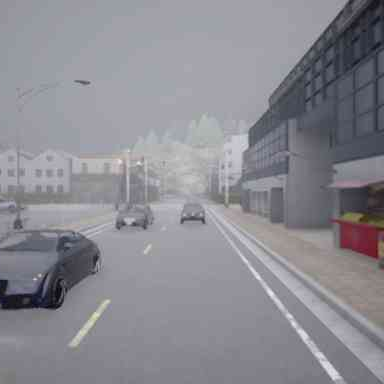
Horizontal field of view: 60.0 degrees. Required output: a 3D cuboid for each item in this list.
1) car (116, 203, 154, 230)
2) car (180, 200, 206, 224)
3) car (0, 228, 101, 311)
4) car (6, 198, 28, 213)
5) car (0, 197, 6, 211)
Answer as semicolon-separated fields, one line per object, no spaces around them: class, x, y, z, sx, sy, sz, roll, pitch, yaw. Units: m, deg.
car;-3.543;1.503;21.329;2.128;1.511;4.902;0;0;0
car;0.074;1.560;24.842;2.033;1.411;5.357;0;0;0
car;-3.561;1.569;7.723;1.994;1.385;4.181;0;0;0
car;-17.988;1.266;32.068;3.806;1.475;1.970;0;0;0
car;-17.664;1.184;25.650;5.027;1.636;2.152;0;0;0
